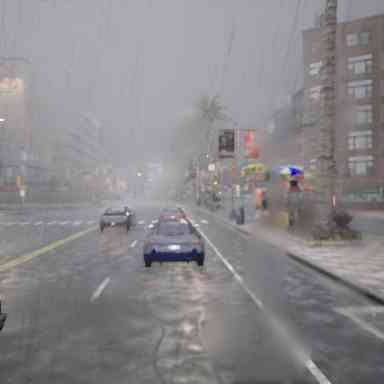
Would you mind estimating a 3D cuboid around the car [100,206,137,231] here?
[{"bbox_3d":[-4.744,1.670,21.817,2.128,1.511,4.902,0,0,-4],"label":"car"}]

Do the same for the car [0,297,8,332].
[{"bbox_3d":[-3.558,1.581,2.471,2.033,1.411,5.357,0,0,-3],"label":"car"}]

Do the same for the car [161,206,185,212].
[{"bbox_3d":[-1.471,1.755,25.458,1.994,1.385,4.181,0,0,-4],"label":"car"}]

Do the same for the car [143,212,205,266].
[{"bbox_3d":[-0.643,1.654,12.018,1.994,1.385,4.181,0,0,-3],"label":"car"}]
